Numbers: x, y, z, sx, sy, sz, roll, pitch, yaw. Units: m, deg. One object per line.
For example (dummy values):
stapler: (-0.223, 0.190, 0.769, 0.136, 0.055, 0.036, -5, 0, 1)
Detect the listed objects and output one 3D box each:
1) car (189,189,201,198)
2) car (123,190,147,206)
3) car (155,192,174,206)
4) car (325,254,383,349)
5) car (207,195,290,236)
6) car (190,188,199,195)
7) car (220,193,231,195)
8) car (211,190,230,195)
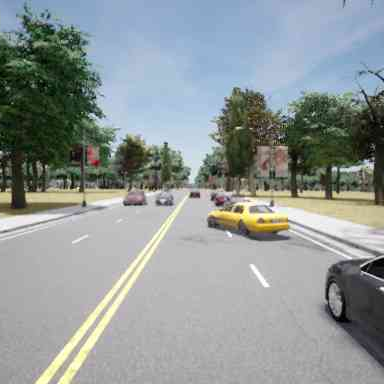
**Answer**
car: (0.512, 0.259, 58.481, 1.882, 1.535, 5.008, 0, 2, 1)
car: (-6.281, 0.614, 36.991, 2.097, 1.767, 4.553, 0, 1, 1)
car: (-3.029, 0.748, 37.237, 2.128, 1.511, 4.902, 0, 1, 1)
car: (3.283, 1.439, 4.088, 1.837, 1.490, 4.892, 0, 1, 0)
car: (2.529, 1.170, 16.562, 1.801, 1.575, 5.366, -1, 1, -24)
car: (0.667, -0.099, 78.526, 2.033, 1.411, 5.357, 0, 1, 0)
car: (3.470, 1.040, 26.080, 1.812, 1.442, 4.674, 0, 1, 0)
car: (3.564, 0.764, 37.106, 2.163, 1.488, 4.792, 0, 1, 0)
